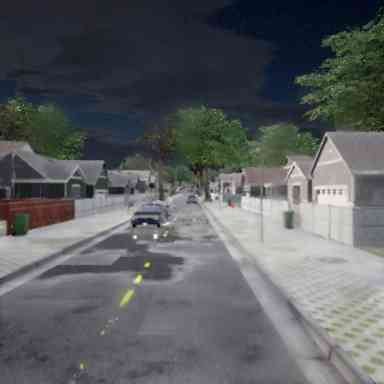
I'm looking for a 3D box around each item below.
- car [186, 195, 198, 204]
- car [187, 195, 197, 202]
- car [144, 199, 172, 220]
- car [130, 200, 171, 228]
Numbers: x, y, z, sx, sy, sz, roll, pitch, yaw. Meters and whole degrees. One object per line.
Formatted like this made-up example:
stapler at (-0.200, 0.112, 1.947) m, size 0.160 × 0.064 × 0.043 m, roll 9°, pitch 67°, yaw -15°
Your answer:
car at (0.000, 1.416, 58.573) m, size 2.033 × 1.411 × 5.357 m, roll 0°, pitch 0°, yaw 0°
car at (0.000, 1.287, 68.990) m, size 2.033 × 1.411 × 5.357 m, roll 0°, pitch 0°, yaw 0°
car at (-2.750, 1.396, 27.783) m, size 1.812 × 1.442 × 4.674 m, roll 0°, pitch 0°, yaw 0°
car at (-2.771, 1.513, 22.234) m, size 2.033 × 1.411 × 5.357 m, roll 0°, pitch 0°, yaw 0°
